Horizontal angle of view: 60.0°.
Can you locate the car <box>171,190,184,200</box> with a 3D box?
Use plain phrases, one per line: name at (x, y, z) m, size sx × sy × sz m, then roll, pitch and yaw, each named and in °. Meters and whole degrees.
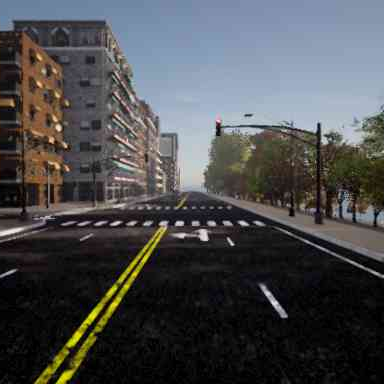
car at (-3.250, 0.538, 70.270) m, size 2.150 × 2.045 × 5.566 m, roll 0°, pitch 1°, yaw 0°
